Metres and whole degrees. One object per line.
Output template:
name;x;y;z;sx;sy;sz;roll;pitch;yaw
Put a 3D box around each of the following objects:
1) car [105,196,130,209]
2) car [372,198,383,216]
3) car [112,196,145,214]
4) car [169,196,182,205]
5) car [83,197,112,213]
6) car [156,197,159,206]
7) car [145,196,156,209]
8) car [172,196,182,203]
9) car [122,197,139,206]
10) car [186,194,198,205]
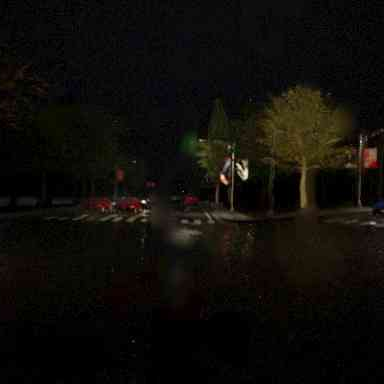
car;-9.798;1.339;44.255;2.128;1.511;4.902;1;0;0
car;16.019;1.132;26.401;5.008;1.535;1.882;0;1;-43
car;-6.524;1.359;34.753;1.882;1.535;5.008;1;0;0
car;-3.317;1.501;64.136;2.097;1.767;4.553;1;0;0
car;-9.773;1.277;34.749;1.882;1.535;5.008;1;0;0
car;-6.555;1.505;54.924;1.837;1.490;4.892;1;0;0
car;-6.548;1.480;44.678;2.033;1.411;5.357;1;0;0
car;-3.336;1.698;74.193;1.837;1.490;4.892;1;-1;0
car;-9.804;1.507;53.290;1.895;1.301;4.718;1;0;0
car;-0.064;1.450;63.810;2.150;2.045;5.566;1;0;0
